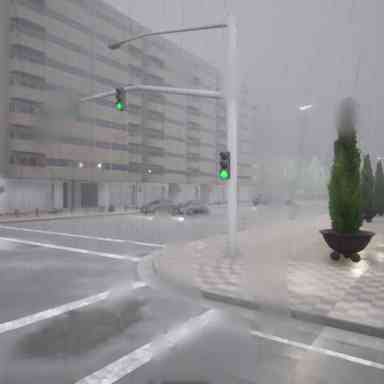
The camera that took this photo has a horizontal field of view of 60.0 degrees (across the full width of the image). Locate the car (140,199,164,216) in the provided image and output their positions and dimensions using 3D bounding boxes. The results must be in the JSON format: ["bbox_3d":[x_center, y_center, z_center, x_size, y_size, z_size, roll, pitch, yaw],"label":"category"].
[{"bbox_3d":[-2.990,1.447,32.493,1.837,1.490,4.892,0,0,36],"label":"car"}]

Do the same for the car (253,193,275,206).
[{"bbox_3d":[11.592,1.169,52.483,2.150,2.045,5.566,0,0,36],"label":"car"}]

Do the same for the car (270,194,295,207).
[{"bbox_3d":[13.785,1.450,49.564,1.837,1.490,4.892,0,-1,36],"label":"car"}]

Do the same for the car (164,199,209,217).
[{"bbox_3d":[-0.216,1.507,30.354,1.994,1.385,4.181,0,0,36],"label":"car"}]
